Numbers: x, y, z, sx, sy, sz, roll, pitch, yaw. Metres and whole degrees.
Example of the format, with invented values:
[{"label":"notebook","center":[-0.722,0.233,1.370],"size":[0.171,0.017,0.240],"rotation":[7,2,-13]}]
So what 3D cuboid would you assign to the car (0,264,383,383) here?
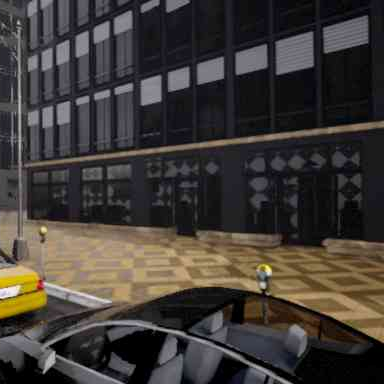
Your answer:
[{"label":"car","center":[-0.116,1.564,2.931],"size":[4.313,1.339,1.947],"rotation":[0,-1,36]}]

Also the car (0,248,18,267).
[{"label":"car","center":[-4.749,1.517,6.447],"size":[4.829,1.417,1.752],"rotation":[0,-1,36]}]
